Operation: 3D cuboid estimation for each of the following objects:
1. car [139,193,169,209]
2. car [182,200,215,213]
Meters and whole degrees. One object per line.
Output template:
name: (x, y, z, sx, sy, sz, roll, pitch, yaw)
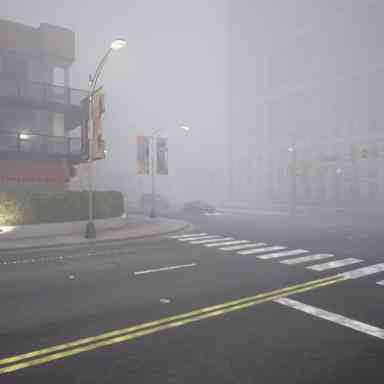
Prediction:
car: (-5.237, 1.221, 45.321, 2.150, 2.045, 5.566, 0, 0, -35)
car: (0.701, 1.564, 36.686, 1.994, 1.385, 4.181, 0, 0, -35)
